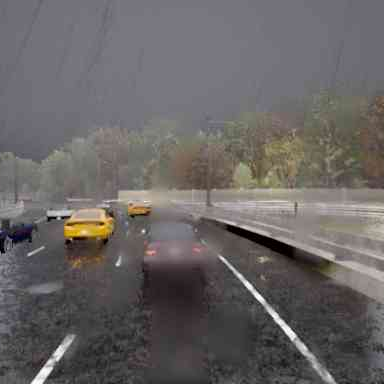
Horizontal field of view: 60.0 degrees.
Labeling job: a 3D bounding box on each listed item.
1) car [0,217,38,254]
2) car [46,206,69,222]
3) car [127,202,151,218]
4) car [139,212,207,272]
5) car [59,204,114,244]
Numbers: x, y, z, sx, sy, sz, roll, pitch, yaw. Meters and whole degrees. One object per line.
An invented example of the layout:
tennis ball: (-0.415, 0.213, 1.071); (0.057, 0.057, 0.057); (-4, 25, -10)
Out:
car: (-8.107, 1.716, 13.980); (1.895, 1.301, 4.718); (0, 0, -8)
car: (-11.297, 1.824, 28.897); (1.895, 1.301, 4.718); (0, 0, -15)
car: (-5.343, 1.715, 33.283); (1.882, 1.535, 5.008); (0, 0, -17)
car: (-0.710, 1.625, 11.102); (2.033, 1.411, 5.357); (0, 0, -6)
car: (-5.043, 1.604, 16.827); (1.882, 1.535, 5.008); (0, 0, -9)
